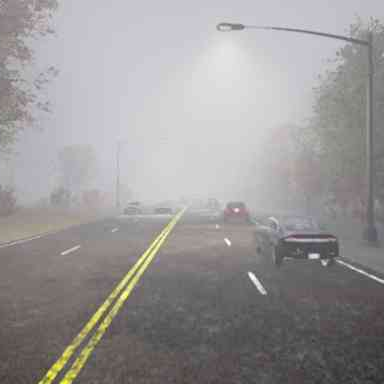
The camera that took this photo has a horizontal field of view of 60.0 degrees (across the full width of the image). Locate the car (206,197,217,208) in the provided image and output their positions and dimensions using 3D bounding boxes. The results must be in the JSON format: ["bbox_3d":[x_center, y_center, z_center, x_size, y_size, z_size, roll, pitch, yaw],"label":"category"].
[{"bbox_3d":[3.418,1.635,54.948,2.097,1.767,4.553,0,0,2],"label":"car"}]

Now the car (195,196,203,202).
[{"bbox_3d":[1.974,1.875,90.665,1.994,1.385,4.181,0,0,3],"label":"car"}]

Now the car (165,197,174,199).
[{"bbox_3d":[-5.082,1.749,76.994,2.033,1.411,5.357,0,0,2],"label":"car"}]

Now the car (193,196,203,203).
[{"bbox_3d":[1.331,1.738,74.738,2.128,1.511,4.902,0,0,2],"label":"car"}]

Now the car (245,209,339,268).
[{"bbox_3d":[3.373,1.561,11.576,2.128,1.511,4.902,0,0,0],"label":"car"}]

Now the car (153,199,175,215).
[{"bbox_3d":[-3.028,1.759,36.294,1.994,1.385,4.181,0,0,1],"label":"car"}]

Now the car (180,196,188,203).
[{"bbox_3d":[-1.835,1.710,76.871,1.837,1.490,4.892,0,0,2],"label":"car"}]

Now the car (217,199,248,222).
[{"bbox_3d":[3.533,1.509,28.192,2.097,1.767,4.553,0,0,1],"label":"car"}]

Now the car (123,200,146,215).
[{"bbox_3d":[-6.275,1.700,36.549,1.837,1.490,4.892,0,0,1],"label":"car"}]
